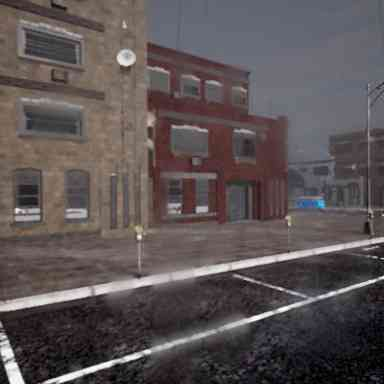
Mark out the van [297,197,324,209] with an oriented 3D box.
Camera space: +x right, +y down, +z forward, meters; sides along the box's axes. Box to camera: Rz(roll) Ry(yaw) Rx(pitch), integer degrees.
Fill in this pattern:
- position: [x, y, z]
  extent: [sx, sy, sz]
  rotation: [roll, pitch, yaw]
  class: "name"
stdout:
- position: [17.546, 1.629, 49.330]
  extent: [1.690, 1.788, 3.998]
  rotation: [-2, 0, -36]
  class: "van"
